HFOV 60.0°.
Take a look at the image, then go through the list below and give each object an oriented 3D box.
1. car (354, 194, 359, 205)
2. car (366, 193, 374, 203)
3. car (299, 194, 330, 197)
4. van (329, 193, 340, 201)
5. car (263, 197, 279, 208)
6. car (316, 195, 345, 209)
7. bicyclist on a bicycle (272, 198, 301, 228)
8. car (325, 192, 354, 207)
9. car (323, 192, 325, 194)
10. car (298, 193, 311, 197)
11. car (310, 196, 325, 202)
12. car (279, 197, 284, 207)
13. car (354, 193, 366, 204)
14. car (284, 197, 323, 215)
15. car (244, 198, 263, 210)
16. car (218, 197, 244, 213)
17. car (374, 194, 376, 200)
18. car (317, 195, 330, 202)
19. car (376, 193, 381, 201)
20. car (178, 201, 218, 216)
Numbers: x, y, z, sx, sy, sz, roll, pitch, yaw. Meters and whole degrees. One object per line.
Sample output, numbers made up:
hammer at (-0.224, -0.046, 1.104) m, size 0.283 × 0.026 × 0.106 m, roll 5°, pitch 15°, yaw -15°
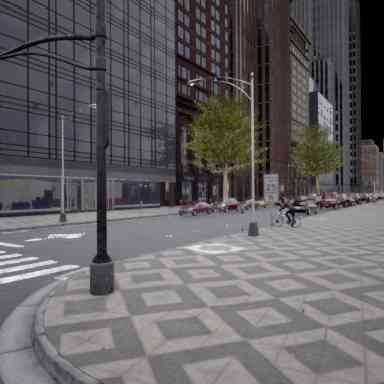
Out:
car at (23.401, 1.377, 50.145) m, size 1.947 × 1.339 × 4.313 m, roll 0°, pitch 0°, yaw 35°
car at (32.982, 1.099, 64.087) m, size 2.192 × 1.841 × 5.009 m, roll 0°, pitch 0°, yaw 35°
car at (16.441, 1.339, 44.558) m, size 2.128 × 1.511 × 4.902 m, roll -1°, pitch 0°, yaw 35°
van at (35.544, 1.185, 82.867) m, size 1.690 × 1.788 × 3.998 m, roll -1°, pitch 0°, yaw 35°
car at (9.895, 1.425, 45.545) m, size 1.752 × 1.417 × 4.829 m, roll 0°, pitch 0°, yaw 35°
car at (17.013, 1.377, 40.852) m, size 1.887 × 1.381 × 4.507 m, roll 0°, pitch 0°, yaw 35°
bicyclist on a bicycle at (5.202, 1.177, 18.439) m, size 1.656 × 1.620 × 0.582 m, roll -1°, pitch 0°, yaw 35°
car at (20.206, 1.136, 45.500) m, size 2.192 × 1.841 × 5.009 m, roll 0°, pitch 0°, yaw 35°
car at (22.124, 1.051, 52.827) m, size 2.150 × 2.045 × 5.566 m, roll -1°, pitch 0°, yaw 35°
car at (19.574, 1.415, 59.628) m, size 1.887 × 1.381 × 4.507 m, roll 0°, pitch 0°, yaw 35°
car at (25.964, 1.417, 68.924) m, size 1.947 × 1.339 × 4.313 m, roll 0°, pitch 0°, yaw 35°
car at (13.186, 1.455, 50.334) m, size 1.947 × 1.339 × 4.313 m, roll 0°, pitch 0°, yaw 35°
car at (26.594, 1.117, 54.793) m, size 2.192 × 1.841 × 5.009 m, roll 0°, pitch 0°, yaw 35°
car at (10.625, 1.424, 31.557) m, size 1.947 × 1.339 × 4.313 m, roll 0°, pitch 0°, yaw 35°
car at (6.797, 1.494, 41.038) m, size 1.802 × 1.307 × 4.206 m, roll 0°, pitch 0°, yaw 35°
car at (3.601, 1.366, 36.390) m, size 1.967 × 1.590 × 4.097 m, roll 0°, pitch 0°, yaw 35°
car at (36.273, 1.302, 68.873) m, size 1.752 × 1.417 × 4.829 m, roll -1°, pitch 0°, yaw 35°
car at (29.158, 1.426, 73.570) m, size 1.802 × 1.307 × 4.206 m, roll 0°, pitch 0°, yaw 35°
car at (42.565, 1.358, 78.027) m, size 1.802 × 1.307 × 4.206 m, roll -1°, pitch 0°, yaw 35°
car at (0.408, 1.524, 31.743) m, size 1.802 × 1.307 × 4.206 m, roll 0°, pitch 0°, yaw 35°
